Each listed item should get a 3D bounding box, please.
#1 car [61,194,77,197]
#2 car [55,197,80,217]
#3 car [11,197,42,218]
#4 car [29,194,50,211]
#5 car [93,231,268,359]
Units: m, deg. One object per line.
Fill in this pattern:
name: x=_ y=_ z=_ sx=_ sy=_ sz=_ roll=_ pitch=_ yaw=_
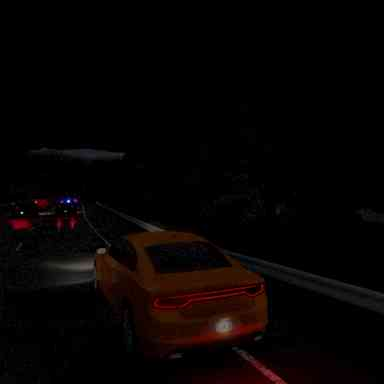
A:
car: x=-15.291 y=1.221 z=41.451 sx=2.150 sy=2.045 sz=5.566 roll=0 pitch=0 yaw=-18
car: x=-11.882 y=1.491 z=31.546 sx=2.128 sy=1.511 sz=4.902 roll=0 pitch=0 yaw=-19
car: x=-15.059 y=1.505 z=30.161 sx=1.837 sy=1.490 sz=4.892 roll=0 pitch=0 yaw=-19
car: x=-18.459 y=1.221 z=40.064 sx=2.150 sy=2.045 sz=5.566 roll=0 pitch=0 yaw=-19
car: x=-0.640 y=1.478 z=6.295 sx=1.882 sy=1.535 sz=5.008 roll=0 pitch=0 yaw=-25
